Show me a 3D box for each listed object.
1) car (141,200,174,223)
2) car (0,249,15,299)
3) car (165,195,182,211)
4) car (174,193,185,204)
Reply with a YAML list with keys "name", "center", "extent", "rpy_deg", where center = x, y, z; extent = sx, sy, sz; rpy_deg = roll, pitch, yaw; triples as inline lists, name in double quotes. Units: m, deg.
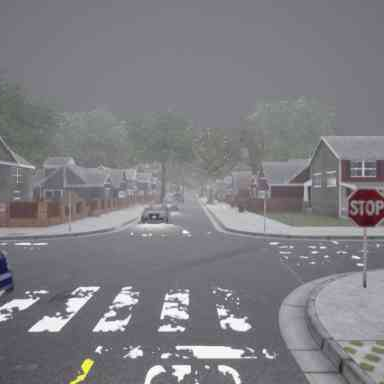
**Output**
- name: "car"
  center: [-2.681, 1.566, 25.315]
  extent: [1.994, 1.385, 4.181]
  rpy_deg: [0, 0, 0]
- name: "car"
  center: [-5.898, 1.325, 6.163]
  extent: [4.553, 1.767, 2.097]
  rpy_deg: [4, 0, 2]
- name: "car"
  center: [-2.627, 1.495, 40.491]
  extent: [2.128, 1.511, 4.902]
  rpy_deg: [0, 0, 0]
- name: "car"
  center: [-2.555, 1.229, 64.615]
  extent: [2.150, 2.045, 5.566]
  rpy_deg: [0, 0, 0]
